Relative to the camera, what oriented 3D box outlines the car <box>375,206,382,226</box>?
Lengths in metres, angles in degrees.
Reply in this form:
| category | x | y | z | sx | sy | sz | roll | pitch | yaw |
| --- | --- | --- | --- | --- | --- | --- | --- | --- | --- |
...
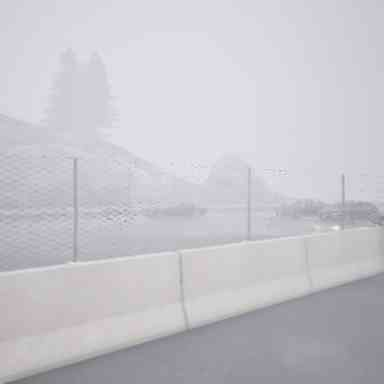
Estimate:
| category | x | y | z | sx | sy | sz | roll | pitch | yaw |
| --- | --- | --- | --- | --- | --- | --- | --- | --- | --- |
| car | 13.515 | 1.423 | 20.538 | 5.357 | 1.411 | 2.033 | 0 | 1 | -29 |

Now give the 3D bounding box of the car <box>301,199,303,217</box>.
| category | x | y | z | sx | sy | sz | roll | pitch | yaw |
| --- | --- | --- | --- | --- | --- | --- | --- | --- | --- |
| car | 8.698 | 1.274 | 25.850 | 4.902 | 1.511 | 2.128 | 0 | 1 | -29 |

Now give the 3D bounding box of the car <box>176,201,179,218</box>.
| category | x | y | z | sx | sy | sz | roll | pitch | yaw |
| --- | --- | --- | --- | --- | --- | --- | --- | --- | --- |
| car | -1.251 | 1.328 | 24.064 | 4.718 | 1.301 | 1.895 | 0 | 1 | -32 |
